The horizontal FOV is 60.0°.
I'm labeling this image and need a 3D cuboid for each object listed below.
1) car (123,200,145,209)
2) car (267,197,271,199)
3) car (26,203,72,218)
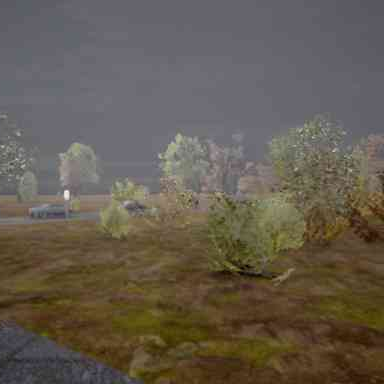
[{"bbox_3d":[-7.742,1.745,40.671,1.812,1.442,4.674,0,0,38],"label":"car"},{"bbox_3d":[14.215,1.706,62.399,2.128,1.511,4.902,0,0,42],"label":"car"},{"bbox_3d":[-13.882,1.778,32.472,1.994,1.385,4.181,0,0,37],"label":"car"}]
